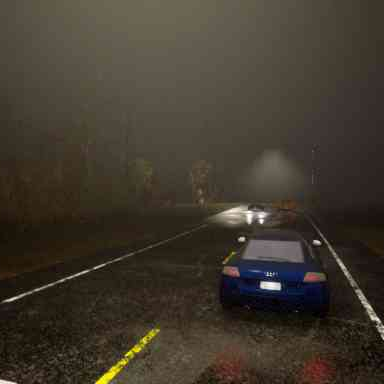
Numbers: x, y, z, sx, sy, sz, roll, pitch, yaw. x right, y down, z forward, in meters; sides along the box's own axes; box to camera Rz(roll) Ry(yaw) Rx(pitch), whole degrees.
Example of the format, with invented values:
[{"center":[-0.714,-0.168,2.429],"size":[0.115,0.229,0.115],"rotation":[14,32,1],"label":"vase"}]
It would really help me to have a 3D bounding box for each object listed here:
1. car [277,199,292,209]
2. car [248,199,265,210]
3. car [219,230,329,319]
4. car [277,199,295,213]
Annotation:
[{"center":[13.075,1.628,47.363],"size":[1.895,1.301,4.718],"rotation":[0,0,13],"label":"car"},{"center":[8.210,1.616,42.349],"size":[1.895,1.301,4.718],"rotation":[0,0,14],"label":"car"},{"center":[1.938,1.563,7.569],"size":[1.994,1.385,4.181],"rotation":[0,0,17],"label":"car"},{"center":[10.630,1.486,37.604],"size":[1.882,1.535,5.008],"rotation":[0,0,15],"label":"car"}]
